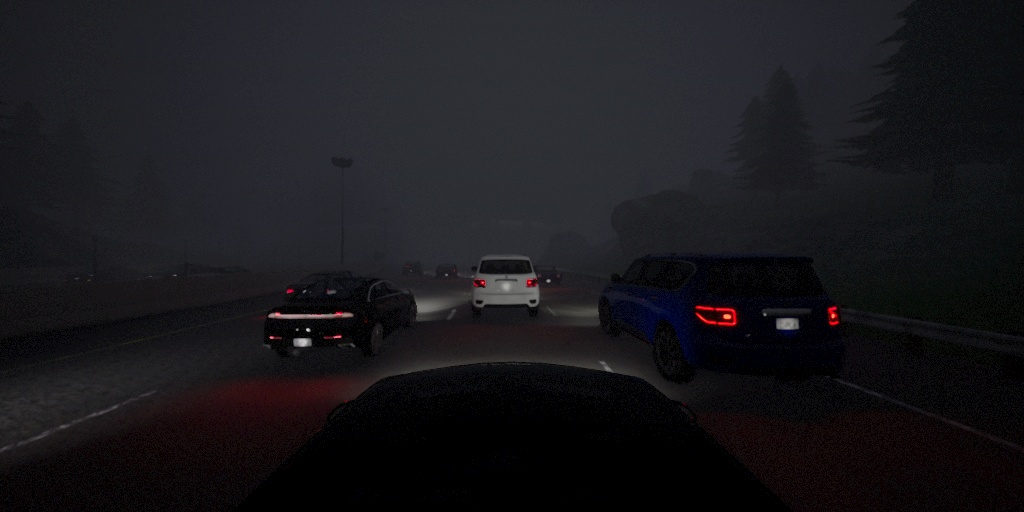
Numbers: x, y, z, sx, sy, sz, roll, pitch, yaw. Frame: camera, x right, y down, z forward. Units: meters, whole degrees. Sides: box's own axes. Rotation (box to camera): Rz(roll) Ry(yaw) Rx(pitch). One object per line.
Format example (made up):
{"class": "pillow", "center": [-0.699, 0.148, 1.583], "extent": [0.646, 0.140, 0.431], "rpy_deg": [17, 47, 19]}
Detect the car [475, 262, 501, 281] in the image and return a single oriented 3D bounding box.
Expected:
{"class": "car", "center": [-2.183, 1.288, 31.218], "extent": [1.994, 1.385, 4.181], "rpy_deg": [0, 0, -8]}

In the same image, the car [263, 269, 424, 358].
{"class": "car", "center": [-3.625, 1.242, 8.485], "extent": [2.128, 1.511, 4.902], "rpy_deg": [0, 0, -2]}

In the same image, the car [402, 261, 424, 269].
{"class": "car", "center": [-10.249, 1.226, 37.224], "extent": [2.128, 1.511, 4.902], "rpy_deg": [0, 0, -10]}

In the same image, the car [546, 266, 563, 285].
{"class": "car", "center": [2.119, 1.322, 25.439], "extent": [1.895, 1.301, 4.718], "rpy_deg": [0, 0, -7]}

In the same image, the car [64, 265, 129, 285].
{"class": "car", "center": [-29.842, 1.351, 26.364], "extent": [1.994, 1.385, 4.181], "rpy_deg": [0, 0, -7]}

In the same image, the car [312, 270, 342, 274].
{"class": "car", "center": [-7.449, 1.299, 15.231], "extent": [2.033, 1.411, 5.357], "rpy_deg": [0, 0, -4]}

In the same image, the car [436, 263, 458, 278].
{"class": "car", "center": [-5.984, 1.331, 33.121], "extent": [1.895, 1.301, 4.718], "rpy_deg": [0, 0, -9]}

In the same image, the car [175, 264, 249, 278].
{"class": "car", "center": [-18.944, 1.368, 23.495], "extent": [1.895, 1.301, 4.718], "rpy_deg": [0, 0, -6]}

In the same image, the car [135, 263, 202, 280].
{"class": "car", "center": [-22.637, 1.265, 24.993], "extent": [2.128, 1.511, 4.902], "rpy_deg": [0, 0, -7]}

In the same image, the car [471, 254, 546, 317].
{"class": "car", "center": [-0.325, 0.960, 13.264], "extent": [2.150, 2.045, 5.566], "rpy_deg": [0, 0, -3]}

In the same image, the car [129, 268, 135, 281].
{"class": "car", "center": [-26.503, 1.342, 27.864], "extent": [1.994, 1.385, 4.181], "rpy_deg": [0, 0, -8]}

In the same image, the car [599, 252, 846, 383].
{"class": "car", "center": [3.443, 0.958, 7.262], "extent": [2.150, 2.045, 5.566], "rpy_deg": [0, 0, -2]}
